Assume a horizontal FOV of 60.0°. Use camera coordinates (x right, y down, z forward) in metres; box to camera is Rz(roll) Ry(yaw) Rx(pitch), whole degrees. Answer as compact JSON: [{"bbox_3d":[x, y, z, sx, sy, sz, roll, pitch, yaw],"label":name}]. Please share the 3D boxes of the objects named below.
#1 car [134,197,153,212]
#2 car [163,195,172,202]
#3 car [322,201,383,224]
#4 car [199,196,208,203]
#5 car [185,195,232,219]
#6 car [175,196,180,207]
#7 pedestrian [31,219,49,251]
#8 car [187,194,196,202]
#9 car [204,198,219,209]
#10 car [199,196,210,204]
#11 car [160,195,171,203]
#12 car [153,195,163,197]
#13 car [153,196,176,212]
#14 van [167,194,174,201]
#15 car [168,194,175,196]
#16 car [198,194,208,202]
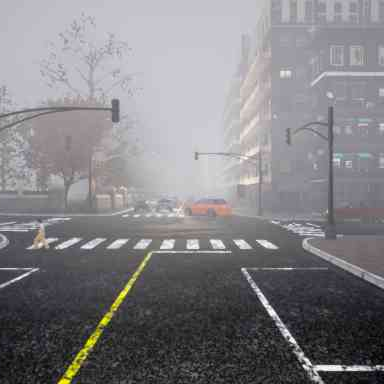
[{"bbox_3d":[-5.766,1.589,39.710,1.947,1.339,4.313,0,0,0],"label":"car"},{"bbox_3d":[-5.846,1.526,79.121,1.967,1.590,4.097,0,0,0],"label":"car"},{"bbox_3d":[13.413,1.609,27.426,5.009,1.841,2.192,1,-1,-1],"label":"car"},{"bbox_3d":[2.546,1.619,73.508,1.887,1.381,4.507,0,0,0],"label":"car"},{"bbox_3d":[1.361,1.363,29.429,2.097,1.767,4.553,1,0,-38],"label":"car"},{"bbox_3d":[-3.190,1.635,49.041,1.895,1.301,4.718,0,0,0],"label":"car"},{"bbox_3d":[-5.798,1.577,12.780,0.375,1.300,0.375,0,0,0],"label":"pedestrian"},{"bbox_3d":[-0.156,1.318,78.827,2.097,1.767,4.553,0,0,0],"label":"car"},{"bbox_3d":[2.603,1.574,45.357,1.887,1.381,4.507,0,0,0],"label":"car"},{"bbox_3d":[2.557,1.615,67.878,2.008,1.369,4.403,0,0,0],"label":"car"},{"bbox_3d":[-5.835,1.515,73.492,1.967,1.590,4.097,0,0,0],"label":"car"},{"bbox_3d":[-5.788,1.561,50.801,1.752,1.417,4.829,0,0,0],"label":"car"},{"bbox_3d":[-3.171,1.548,39.117,1.812,1.442,4.674,0,0,0],"label":"car"},{"bbox_3d":[-5.869,1.453,90.382,1.690,1.788,3.998,0,0,0],"label":"van"},{"bbox_3d":[-3.195,1.554,59.232,1.837,1.490,4.892,0,0,0],"label":"car"},{"bbox_3d":[2.535,1.401,79.138,2.192,1.841,5.009,0,0,0],"label":"car"}]
